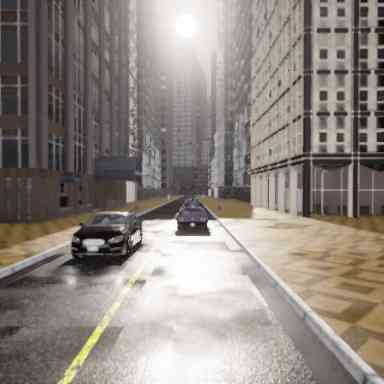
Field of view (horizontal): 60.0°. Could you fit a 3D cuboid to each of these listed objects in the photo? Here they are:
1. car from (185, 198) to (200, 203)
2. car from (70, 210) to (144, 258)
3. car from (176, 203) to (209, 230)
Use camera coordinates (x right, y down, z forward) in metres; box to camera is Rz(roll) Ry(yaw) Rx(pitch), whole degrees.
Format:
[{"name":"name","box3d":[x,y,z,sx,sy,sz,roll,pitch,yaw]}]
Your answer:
[{"name":"car","box3d":[0.084,1.518,44.894,1.812,1.442,4.674,0,0,0]},{"name":"car","box3d":[-3.043,1.483,12.722,2.128,1.511,4.902,0,0,0]},{"name":"car","box3d":[0.042,1.589,21.210,1.895,1.301,4.718,0,0,1]}]
